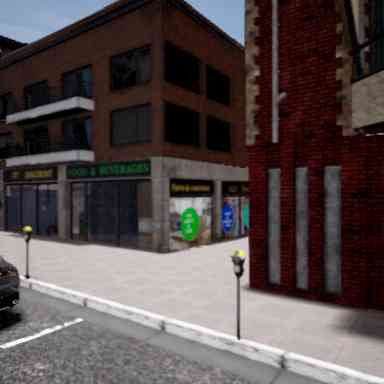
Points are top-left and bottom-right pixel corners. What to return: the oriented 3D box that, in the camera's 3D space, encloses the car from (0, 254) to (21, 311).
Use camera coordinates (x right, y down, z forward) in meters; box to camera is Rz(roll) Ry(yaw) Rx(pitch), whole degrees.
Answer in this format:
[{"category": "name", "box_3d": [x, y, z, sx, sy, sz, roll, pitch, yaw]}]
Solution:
[{"category": "car", "box_3d": [-5.033, 1.554, 6.467, 4.403, 1.369, 2.008, 0, 0, 36]}]
